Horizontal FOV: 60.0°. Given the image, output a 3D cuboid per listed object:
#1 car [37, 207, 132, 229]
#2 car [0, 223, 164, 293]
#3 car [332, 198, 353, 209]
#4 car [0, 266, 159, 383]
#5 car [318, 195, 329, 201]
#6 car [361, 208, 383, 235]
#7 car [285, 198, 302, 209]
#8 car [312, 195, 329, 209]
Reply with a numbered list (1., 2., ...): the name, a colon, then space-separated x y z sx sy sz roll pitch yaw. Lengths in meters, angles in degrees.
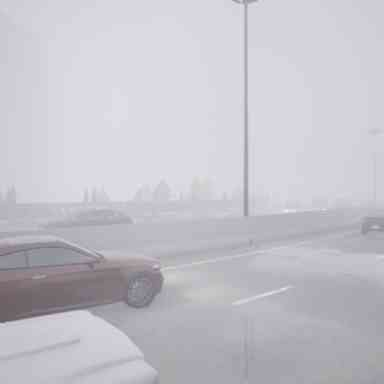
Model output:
1. car: -5.552 1.588 17.653 4.892 1.490 1.837 0 0 -40
2. car: -2.761 1.556 6.263 4.674 1.442 1.812 0 0 -36
3. car: 19.016 1.545 41.951 2.097 1.767 4.553 0 0 29
4. car: -2.518 1.612 2.095 4.718 1.301 1.895 0 0 -35
5. car: 32.155 1.542 81.439 1.994 1.385 4.181 0 0 13
6. car: 10.898 1.612 18.553 1.812 1.442 4.674 0 0 43
7. car: 15.153 1.723 49.674 2.128 1.511 4.902 0 0 26
8. car: 19.918 1.459 51.544 2.150 2.045 5.566 0 0 24
